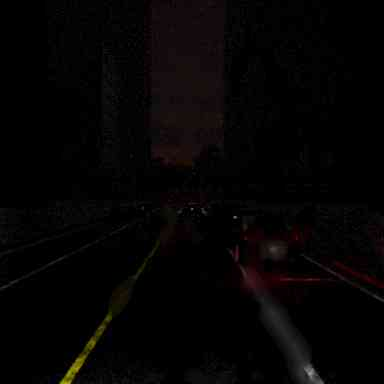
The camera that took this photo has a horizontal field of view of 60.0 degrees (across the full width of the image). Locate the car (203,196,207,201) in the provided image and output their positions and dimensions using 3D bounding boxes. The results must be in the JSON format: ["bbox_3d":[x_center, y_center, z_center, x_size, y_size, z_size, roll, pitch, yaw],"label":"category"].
[{"bbox_3d":[2.741,1.691,44.520,1.752,1.417,4.829,-1,0,0],"label":"car"}]

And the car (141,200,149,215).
[{"bbox_3d":[-5.781,1.715,33.418,1.802,1.307,4.206,-1,0,0],"label":"car"}]

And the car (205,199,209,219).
[{"bbox_3d":[2.744,1.685,33.944,2.008,1.369,4.403,-1,0,0],"label":"car"}]

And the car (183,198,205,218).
[{"bbox_3d":[0.032,1.704,35.666,1.994,1.385,4.181,0,0,0],"label":"car"}]

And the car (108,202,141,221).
[{"bbox_3d":[-5.780,1.660,28.041,1.887,1.381,4.507,-1,0,0],"label":"car"}]

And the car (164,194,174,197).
[{"bbox_3d":[-5.792,1.811,76.523,1.802,1.307,4.206,-1,0,0],"label":"car"}]

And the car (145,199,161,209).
[{"bbox_3d":[-5.786,1.745,49.552,1.947,1.339,4.313,-1,0,0],"label":"car"}]

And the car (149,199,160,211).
[{"bbox_3d":[-5.784,1.716,44.173,2.008,1.369,4.403,-1,0,0],"label":"car"}]

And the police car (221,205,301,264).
[{"bbox_3d":[2.364,1.477,12.157,1.930,1.638,5.238,0,0,0],"label":"police car"}]

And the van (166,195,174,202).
[{"bbox_3d":[-5.797,1.581,87.884,1.690,1.788,3.998,-1,0,0],"label":"van"}]

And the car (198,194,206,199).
[{"bbox_3d":[2.733,1.754,76.704,1.752,1.417,4.829,-1,0,0],"label":"car"}]

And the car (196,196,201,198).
[{"bbox_3d":[0.004,1.677,46.522,1.837,1.490,4.892,0,0,0],"label":"car"}]

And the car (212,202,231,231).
[{"bbox_3d":[2.747,1.664,23.539,1.947,1.339,4.313,-1,0,0],"label":"car"}]

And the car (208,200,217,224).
[{"bbox_3d":[2.745,1.682,28.742,1.947,1.339,4.313,-1,0,0],"label":"car"}]

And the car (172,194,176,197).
[{"bbox_3d":[-5.796,1.551,82.203,2.192,1.841,5.009,-1,0,0],"label":"car"}]

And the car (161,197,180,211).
[{"bbox_3d":[-3.058,1.714,44.674,2.033,1.411,5.357,0,0,1],"label":"car"}]

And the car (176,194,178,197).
[{"bbox_3d":[-5.799,1.558,93.563,2.192,1.841,5.009,-1,0,0],"label":"car"}]
